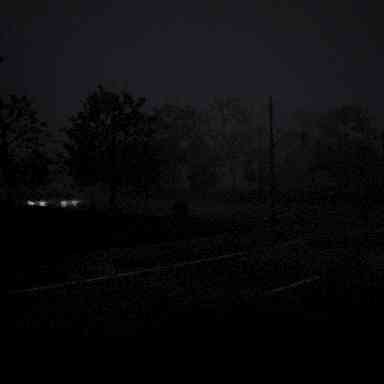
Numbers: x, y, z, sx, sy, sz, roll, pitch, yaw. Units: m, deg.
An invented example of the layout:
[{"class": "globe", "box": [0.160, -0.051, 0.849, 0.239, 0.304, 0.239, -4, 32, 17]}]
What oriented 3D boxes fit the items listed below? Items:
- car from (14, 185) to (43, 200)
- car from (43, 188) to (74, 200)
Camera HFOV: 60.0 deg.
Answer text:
[{"class": "car", "box": [-23.049, 0.004, 47.030, 5.566, 2.045, 2.150, 3, 4, 39]}, {"class": "car", "box": [-19.103, 0.239, 48.340, 5.008, 1.535, 1.882, 3, 3, 39]}]
